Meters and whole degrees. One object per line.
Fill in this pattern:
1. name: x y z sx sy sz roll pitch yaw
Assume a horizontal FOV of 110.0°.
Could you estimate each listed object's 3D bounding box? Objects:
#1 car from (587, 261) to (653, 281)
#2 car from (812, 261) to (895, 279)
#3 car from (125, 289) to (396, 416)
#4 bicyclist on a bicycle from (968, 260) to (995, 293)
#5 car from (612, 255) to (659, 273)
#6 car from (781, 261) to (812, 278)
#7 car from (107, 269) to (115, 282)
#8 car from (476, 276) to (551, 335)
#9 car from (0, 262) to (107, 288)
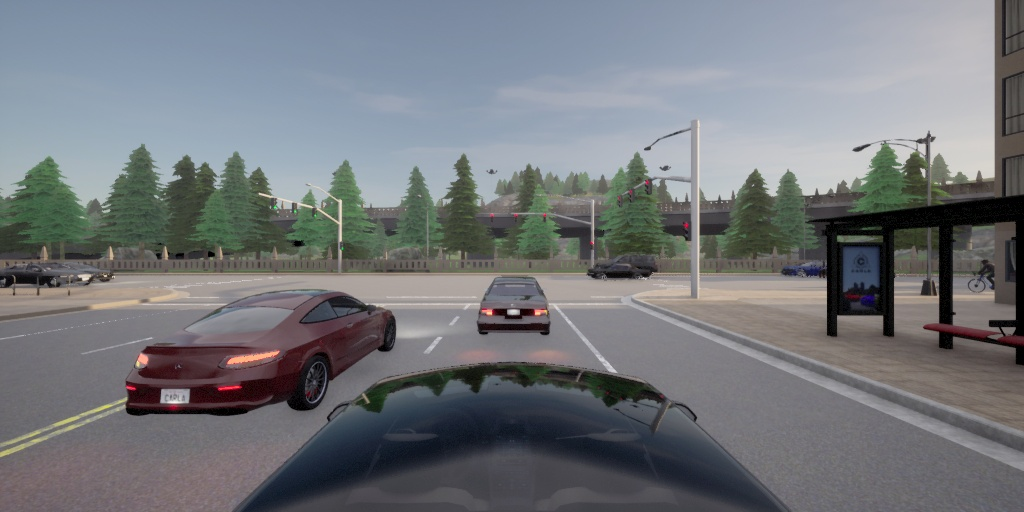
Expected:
1. car: 8.523 1.295 29.080 4.718 1.301 1.895 0 0 -2
2. car: 27.470 1.046 28.731 4.553 1.767 2.097 0 0 4
3. car: -3.448 1.276 5.987 1.812 1.442 4.674 0 0 0
4. bicyclist on a bicycle: 22.752 0.995 17.082 0.582 1.620 1.656 0 0 1
5. car: 10.404 0.916 32.700 5.566 2.045 2.150 0 0 1
6. car: 27.143 1.172 32.258 5.008 1.535 1.882 0 0 4
7. car: -31.832 1.199 25.959 4.892 1.490 1.837 0 0 1
8. car: 0.086 1.297 10.483 2.033 1.411 5.357 0 0 1
9. car: -29.181 1.186 22.406 4.902 1.511 2.128 0 0 -2
